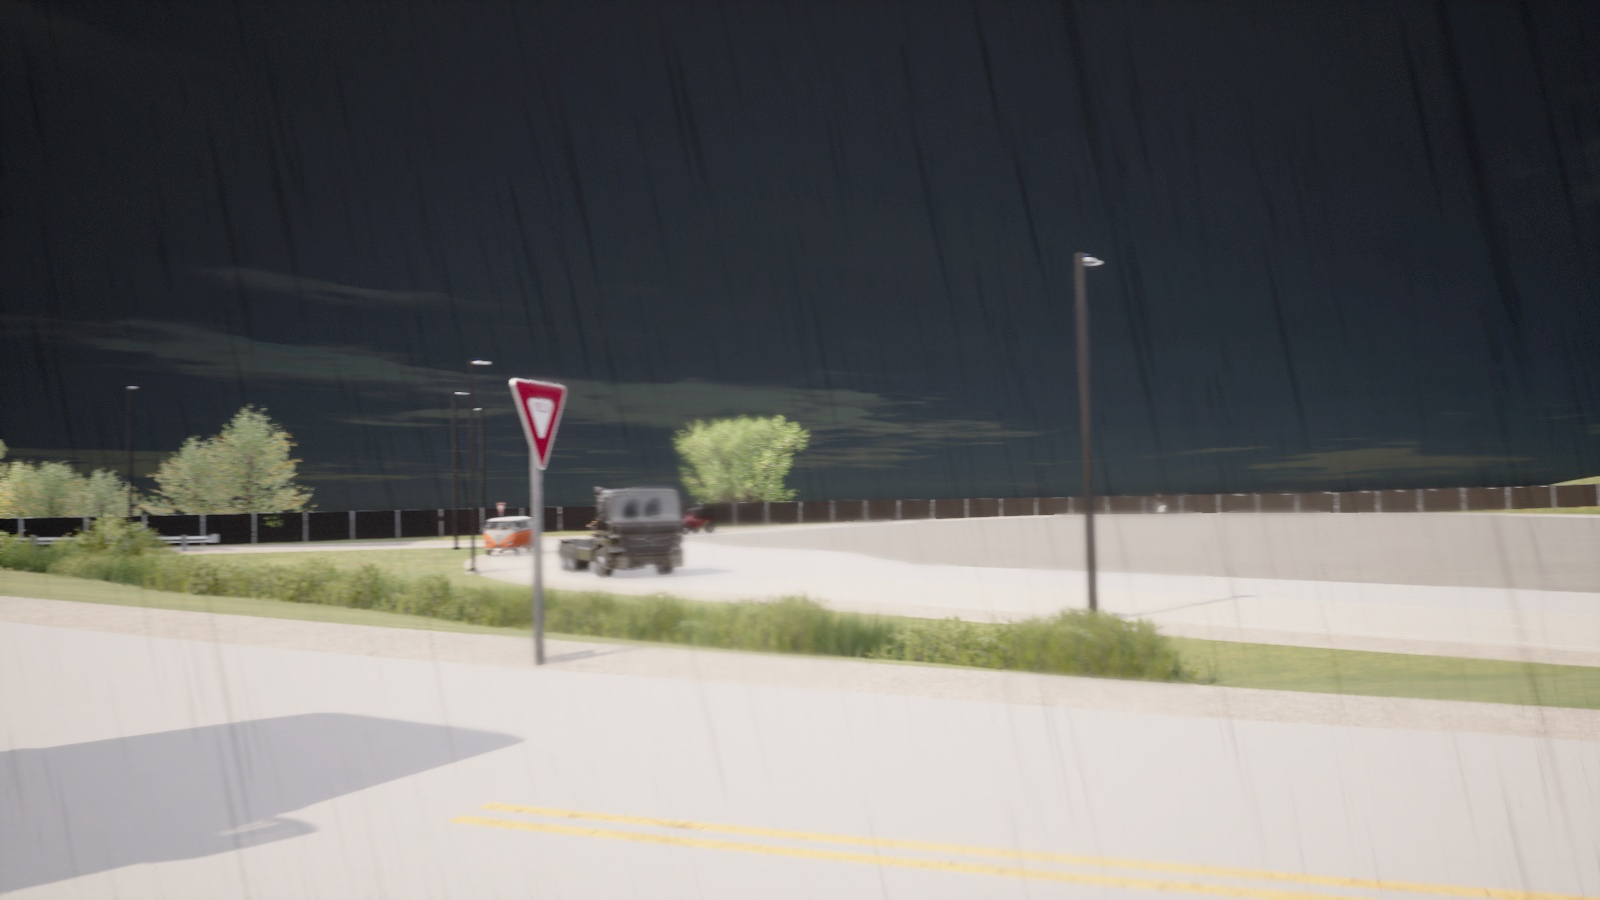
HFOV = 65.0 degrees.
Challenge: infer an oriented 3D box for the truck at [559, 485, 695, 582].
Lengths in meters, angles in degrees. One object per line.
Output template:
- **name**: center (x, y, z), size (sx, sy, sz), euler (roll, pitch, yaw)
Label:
- **truck**: center (-7.047, 3.228, 49.972), size (2.891, 3.462, 7.936), euler (-1, -2, -27)

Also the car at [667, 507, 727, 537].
- **car**: center (-7.363, 5.130, 89.656), size (3.866, 1.878, 1.905), euler (0, -3, -45)

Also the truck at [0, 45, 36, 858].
- **truck**: center (-7.545, 0.037, 5.939), size (7.936, 3.462, 2.891), euler (-1, -2, 26)

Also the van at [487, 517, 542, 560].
- **van**: center (-14.889, 4.606, 65.726), size (1.775, 1.987, 4.442), euler (-1, -1, 0)
